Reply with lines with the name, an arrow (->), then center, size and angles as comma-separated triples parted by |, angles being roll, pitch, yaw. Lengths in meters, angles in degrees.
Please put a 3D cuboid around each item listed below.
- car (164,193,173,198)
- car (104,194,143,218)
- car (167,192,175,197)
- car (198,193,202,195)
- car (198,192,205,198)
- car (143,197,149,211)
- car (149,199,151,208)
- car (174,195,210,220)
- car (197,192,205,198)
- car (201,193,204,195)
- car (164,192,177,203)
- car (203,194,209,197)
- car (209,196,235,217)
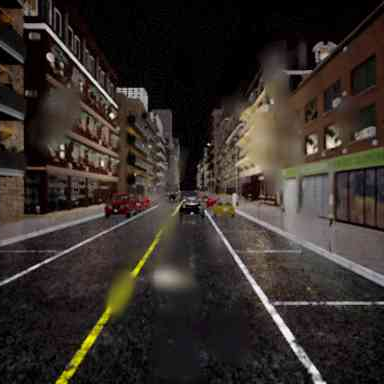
car -> -6.016, 0.851, 84.118 | 2.008, 1.369, 4.403 | 0, 0, 0
car -> -5.795, 1.088, 27.756 | 2.192, 1.841, 5.009 | 0, 0, 0
car -> -6.060, 0.749, 95.390 | 1.887, 1.381, 4.507 | 0, 0, 0
car -> -0.063, 1.215, 42.076 | 1.994, 1.385, 4.181 | 0, 1, 0
car -> 2.365, 0.820, 84.316 | 1.752, 1.417, 4.829 | 0, 0, 0
car -> -5.817, 1.166, 33.392 | 1.967, 1.590, 4.097 | 0, 0, 0
car -> -5.839, 1.224, 39.030 | 1.887, 1.381, 4.507 | 0, 0, 0
car -> -0.001, 1.277, 25.835 | 2.128, 1.511, 4.902 | 0, 0, 0
car -> 2.343, 0.814, 89.782 | 1.947, 1.339, 4.313 | 0, 0, 0
car -> 2.453, 1.037, 61.602 | 2.008, 1.369, 4.403 | 0, 0, 0
car -> -3.216, 1.045, 55.750 | 1.837, 1.490, 4.892 | 0, 0, 0
car -> 2.541, 1.220, 39.059 | 1.887, 1.381, 4.507 | 0, 0, 0
car -> 2.584, 1.293, 27.956 | 1.752, 1.417, 4.829 | 0, 0, 0
